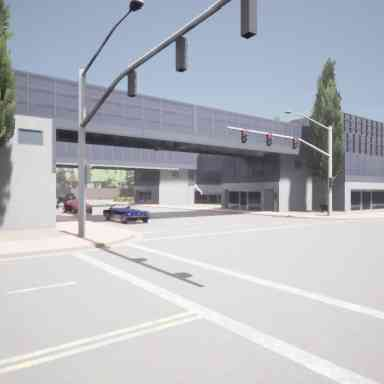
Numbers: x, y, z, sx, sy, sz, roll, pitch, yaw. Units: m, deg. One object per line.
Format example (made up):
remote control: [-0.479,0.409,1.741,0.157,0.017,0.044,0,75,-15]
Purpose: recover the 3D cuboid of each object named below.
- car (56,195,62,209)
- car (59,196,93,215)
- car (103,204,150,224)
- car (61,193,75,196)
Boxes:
car: [-19.139,1.502,44.471,1.837,1.490,4.892,0,1,-36]
car: [-11.847,1.478,34.432,1.882,1.535,5.008,0,0,-36]
car: [-4.993,1.601,25.019,1.895,1.301,4.718,0,0,-36]
car: [-23.774,1.221,63.014,2.150,2.045,5.566,0,0,-36]
